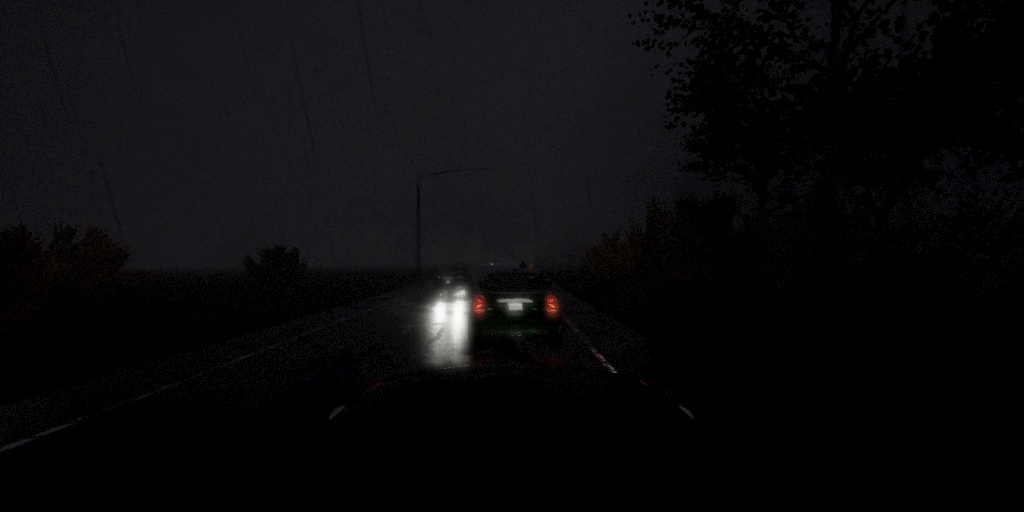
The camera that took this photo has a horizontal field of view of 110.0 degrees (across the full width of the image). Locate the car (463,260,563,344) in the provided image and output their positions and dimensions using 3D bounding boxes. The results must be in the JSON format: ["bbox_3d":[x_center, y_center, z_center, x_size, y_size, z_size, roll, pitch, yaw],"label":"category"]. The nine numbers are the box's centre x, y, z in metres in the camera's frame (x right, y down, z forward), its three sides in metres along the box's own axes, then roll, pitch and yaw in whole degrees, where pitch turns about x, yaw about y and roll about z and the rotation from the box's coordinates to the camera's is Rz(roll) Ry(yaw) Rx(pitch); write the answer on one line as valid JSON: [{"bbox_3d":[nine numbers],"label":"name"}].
[{"bbox_3d":[0.072,1.099,9.763,2.097,1.767,4.553,0,0,0],"label":"car"}]

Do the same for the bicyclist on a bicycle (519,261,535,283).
[{"bbox_3d":[0.903,1.181,17.107,0.866,1.612,1.509,0,0,0],"label":"bicyclist on a bicycle"}]

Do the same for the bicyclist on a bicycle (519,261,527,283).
[{"bbox_3d":[0.840,1.193,27.224,0.582,1.620,1.656,0,0,0],"label":"bicyclist on a bicycle"}]

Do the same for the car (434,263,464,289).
[{"bbox_3d":[-3.697,1.234,23.115,2.128,1.511,4.902,0,0,0],"label":"car"}]
